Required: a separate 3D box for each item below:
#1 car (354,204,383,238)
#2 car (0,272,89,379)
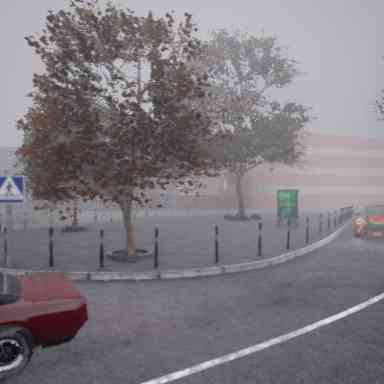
[{"bbox_3d":[10.122,1.480,18.002,2.097,1.767,4.553,-1,-1,32],"label":"car"},{"bbox_3d":[-3.891,1.652,4.175,4.718,1.301,1.895,0,0,-29],"label":"car"}]
